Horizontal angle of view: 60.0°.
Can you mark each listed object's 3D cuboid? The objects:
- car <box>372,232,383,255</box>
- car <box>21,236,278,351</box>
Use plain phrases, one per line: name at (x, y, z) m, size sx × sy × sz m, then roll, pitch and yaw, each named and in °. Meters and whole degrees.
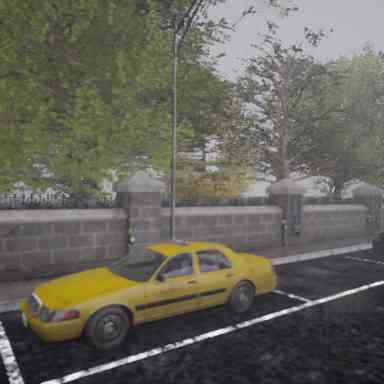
car at (8.690, 1.717, 12.770) m, size 4.313 × 1.339 × 1.947 m, roll 1°, pitch 0°, yaw -36°
car at (-0.461, 1.558, 6.231) m, size 4.829 × 1.417 × 1.752 m, roll 1°, pitch 0°, yaw -36°
